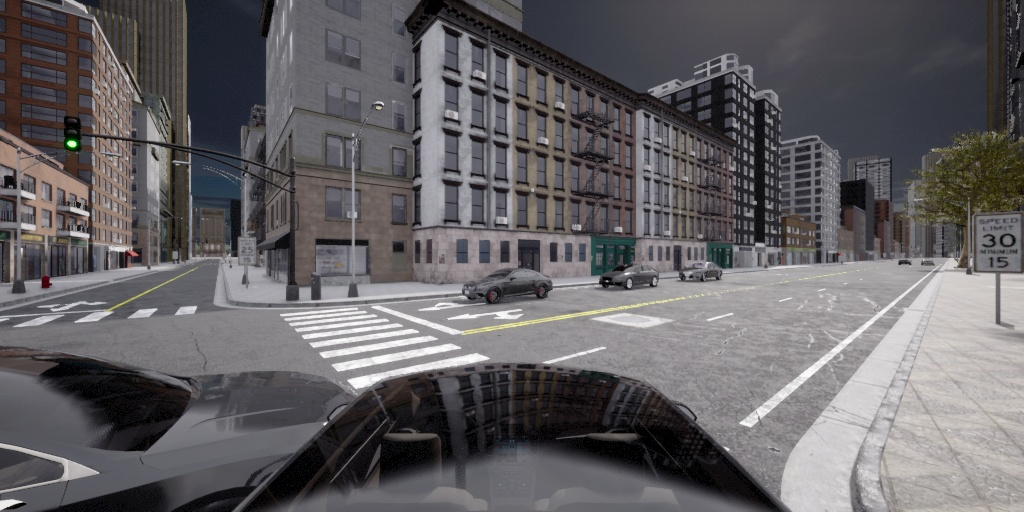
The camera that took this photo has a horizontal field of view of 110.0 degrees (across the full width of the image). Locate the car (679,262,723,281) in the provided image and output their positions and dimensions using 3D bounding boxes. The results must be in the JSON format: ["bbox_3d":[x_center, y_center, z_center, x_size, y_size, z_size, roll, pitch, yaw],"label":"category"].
[{"bbox_3d":[15.551,1.235,29.469,4.902,1.511,2.128,0,0,-39],"label":"car"}]

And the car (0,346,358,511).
[{"bbox_3d":[-3.228,1.257,1.730,4.892,1.490,1.837,0,0,-35],"label":"car"}]

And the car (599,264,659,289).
[{"bbox_3d":[7.566,1.258,22.968,4.892,1.490,1.837,0,0,-39],"label":"car"}]

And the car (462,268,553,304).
[{"bbox_3d":[-0.102,1.286,16.714,4.674,1.442,1.812,0,0,-39],"label":"car"}]
